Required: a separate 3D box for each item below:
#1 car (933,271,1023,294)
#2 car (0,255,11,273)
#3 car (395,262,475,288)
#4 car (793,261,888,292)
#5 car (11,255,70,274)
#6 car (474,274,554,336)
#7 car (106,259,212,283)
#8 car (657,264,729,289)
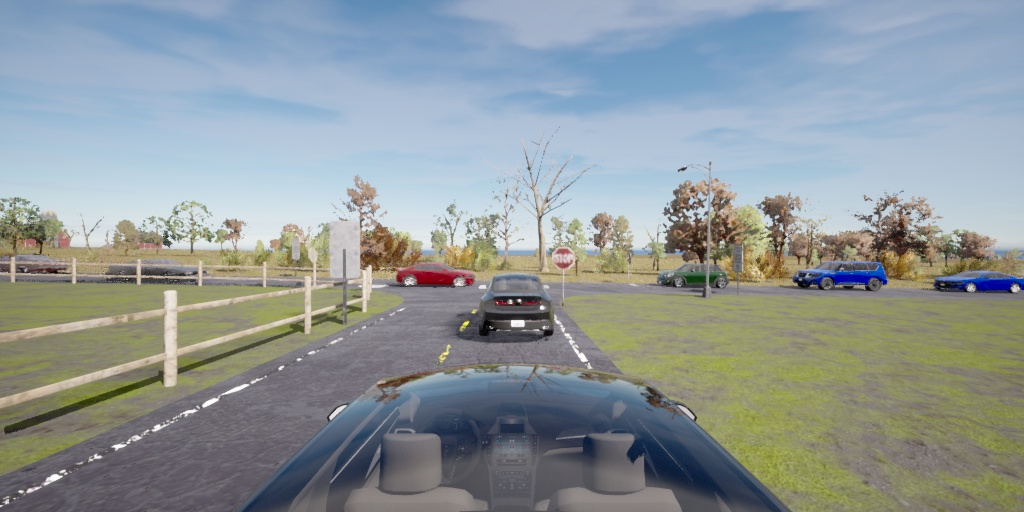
[{"bbox_3d":[33.423,1.820,25.729,5.008,1.535,1.882,1,1,0],"label":"car"},{"bbox_3d":[-36.496,0.641,23.079,5.357,1.411,2.033,1,1,1],"label":"car"},{"bbox_3d":[-4.849,1.170,22.945,5.008,1.535,1.882,1,1,0],"label":"car"},{"bbox_3d":[23.520,1.389,25.781,5.566,2.045,2.150,1,1,0],"label":"car"},{"bbox_3d":[-35.654,0.612,26.021,5.357,1.411,2.033,1,1,0],"label":"car"},{"bbox_3d":[0.079,1.252,10.377,1.837,1.490,4.892,0,0,-1],"label":"car"},{"bbox_3d":[-22.607,0.910,23.017,5.357,1.411,2.033,1,1,0],"label":"car"},{"bbox_3d":[12.903,1.331,25.779,4.553,1.767,2.097,1,1,-1],"label":"car"}]
